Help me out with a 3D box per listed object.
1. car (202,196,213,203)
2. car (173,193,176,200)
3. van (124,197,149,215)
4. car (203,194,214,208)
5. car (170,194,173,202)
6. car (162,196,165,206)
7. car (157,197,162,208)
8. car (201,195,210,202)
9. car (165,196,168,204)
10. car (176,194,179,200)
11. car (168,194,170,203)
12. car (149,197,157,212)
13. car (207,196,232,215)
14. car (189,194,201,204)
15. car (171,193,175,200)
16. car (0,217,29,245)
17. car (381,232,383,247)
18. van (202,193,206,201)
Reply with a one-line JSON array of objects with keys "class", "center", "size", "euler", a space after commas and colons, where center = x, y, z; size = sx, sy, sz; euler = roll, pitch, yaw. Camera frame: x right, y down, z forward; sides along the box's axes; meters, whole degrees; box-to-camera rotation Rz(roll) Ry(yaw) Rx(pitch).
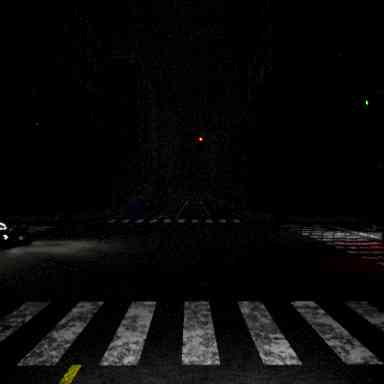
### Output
[{"class": "car", "center": [3.033, 1.550, 67.354], "size": [2.008, 1.369, 4.403], "euler": [0, 0, 0]}, {"class": "car", "center": [-5.432, 1.520, 78.559], "size": [1.752, 1.417, 4.829], "euler": [0, 0, 0]}, {"class": "van", "center": [-5.680, 1.342, 33.383], "size": [1.690, 1.788, 3.998], "euler": [0, 0, 0]}, {"class": "car", "center": [2.908, 1.442, 44.676], "size": [1.967, 1.590, 4.097], "euler": [0, 0, 0]}, {"class": "car", "center": [-5.493, 1.565, 67.392], "size": [1.947, 1.339, 4.313], "euler": [0, 0, 0]}, {"class": "car", "center": [-5.586, 1.584, 50.388], "size": [1.802, 1.307, 4.206], "euler": [0, 0, 0]}, {"class": "car", "center": [-5.617, 1.568, 44.720], "size": [1.947, 1.339, 4.313], "euler": [0, 0, 0]}, {"class": "car", "center": [3.095, 1.435, 78.692], "size": [1.967, 1.590, 4.097], "euler": [0, 0, 0]}, {"class": "car", "center": [-5.555, 1.567, 56.056], "size": [1.947, 1.339, 4.313], "euler": [0, 0, 0]}, {"class": "car", "center": [-5.369, 1.305, 90.065], "size": [2.192, 1.841, 5.009], "euler": [0, 0, 0]}, {"class": "car", "center": [-5.525, 1.526, 61.554], "size": [1.752, 1.417, 4.829], "euler": [0, 0, 0]}, {"class": "car", "center": [-5.648, 1.442, 39.051], "size": [1.967, 1.590, 4.097], "euler": [0, 0, 0]}, {"class": "car", "center": [2.846, 1.441, 33.339], "size": [1.967, 1.590, 4.097], "euler": [0, 0, 0]}, {"class": "car", "center": [0.346, 1.564, 63.712], "size": [1.994, 1.385, 4.181], "euler": [0, 0, 0]}, {"class": "car", "center": [-5.462, 1.542, 73.060], "size": [1.887, 1.381, 4.507], "euler": [0, 0, 0]}, {"class": "car", "center": [-9.348, 1.338, 13.858], "size": [4.553, 1.767, 2.097], "euler": [0, 0, 0]}, {"class": "car", "center": [8.765, 1.510, 10.688], "size": [4.902, 1.511, 2.128], "euler": [0, 0, 0]}, {"class": "van", "center": [2.970, 1.343, 56.015], "size": [1.690, 1.788, 3.998], "euler": [0, 0, 0]}]
